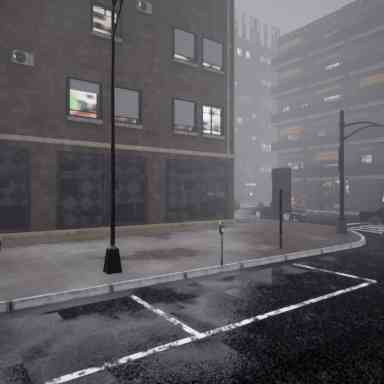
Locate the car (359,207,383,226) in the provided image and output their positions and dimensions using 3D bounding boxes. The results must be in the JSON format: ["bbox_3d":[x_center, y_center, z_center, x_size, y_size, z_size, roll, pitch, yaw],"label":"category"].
[{"bbox_3d":[13.045,1.530,20.402,4.718,1.301,1.895,2,2,45],"label":"car"}]

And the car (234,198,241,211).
[{"bbox_3d":[2.469,0.877,33.858,2.150,2.045,5.566,0,1,-36],"label":"car"}]

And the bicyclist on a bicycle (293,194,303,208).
[{"bbox_3d":[11.563,1.011,36.210,1.656,1.620,0.582,0,1,-36],"label":"bicyclist on a bicycle"}]

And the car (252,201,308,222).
[{"bbox_3d":[6.298,1.342,24.197,2.008,1.369,4.403,1,0,-36],"label":"car"}]
